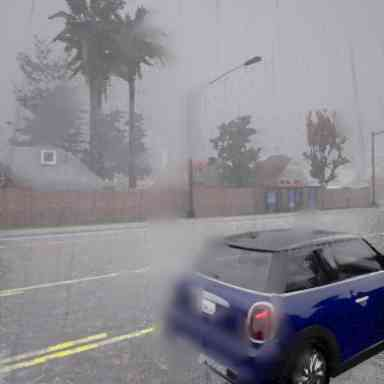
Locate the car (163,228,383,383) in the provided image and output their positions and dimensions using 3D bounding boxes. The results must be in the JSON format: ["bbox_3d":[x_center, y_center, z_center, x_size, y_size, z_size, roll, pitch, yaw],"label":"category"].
[{"bbox_3d":[1.904,1.347,5.107,4.553,1.767,2.097,0,0,-35],"label":"car"}]
